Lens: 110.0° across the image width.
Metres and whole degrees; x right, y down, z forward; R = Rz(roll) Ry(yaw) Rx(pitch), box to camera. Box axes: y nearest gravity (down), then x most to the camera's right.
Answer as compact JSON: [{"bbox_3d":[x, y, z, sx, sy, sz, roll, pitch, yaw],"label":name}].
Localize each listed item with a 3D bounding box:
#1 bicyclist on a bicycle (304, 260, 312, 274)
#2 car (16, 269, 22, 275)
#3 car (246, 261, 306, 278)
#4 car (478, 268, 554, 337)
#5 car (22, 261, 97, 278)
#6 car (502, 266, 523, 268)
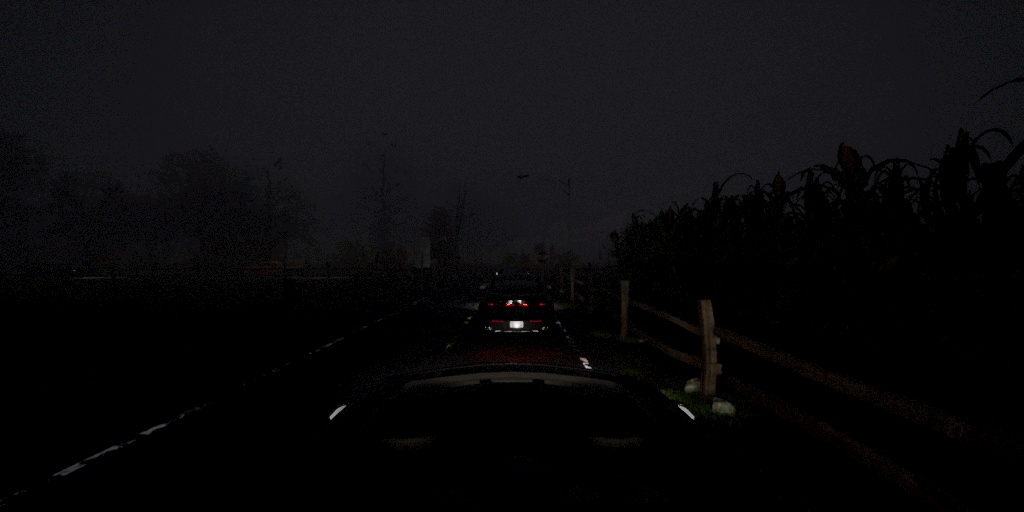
[{"bbox_3d":[-22.404,1.229,39.221,0.582,1.620,1.656,0,0,1],"label":"bicyclist on a bicycle"},{"bbox_3d":[-47.203,1.291,36.504,4.892,1.490,1.837,0,0,1],"label":"car"},{"bbox_3d":[-21.777,1.251,33.241,5.008,1.535,1.882,0,0,1],"label":"car"},{"bbox_3d":[0.105,1.253,10.283,1.837,1.490,4.892,0,0,0],"label":"car"},{"bbox_3d":[-41.972,1.291,33.553,4.892,1.490,1.837,0,0,1],"label":"car"},{"bbox_3d":[0.033,1.292,21.156,2.033,1.411,5.357,0,0,-2],"label":"car"}]
